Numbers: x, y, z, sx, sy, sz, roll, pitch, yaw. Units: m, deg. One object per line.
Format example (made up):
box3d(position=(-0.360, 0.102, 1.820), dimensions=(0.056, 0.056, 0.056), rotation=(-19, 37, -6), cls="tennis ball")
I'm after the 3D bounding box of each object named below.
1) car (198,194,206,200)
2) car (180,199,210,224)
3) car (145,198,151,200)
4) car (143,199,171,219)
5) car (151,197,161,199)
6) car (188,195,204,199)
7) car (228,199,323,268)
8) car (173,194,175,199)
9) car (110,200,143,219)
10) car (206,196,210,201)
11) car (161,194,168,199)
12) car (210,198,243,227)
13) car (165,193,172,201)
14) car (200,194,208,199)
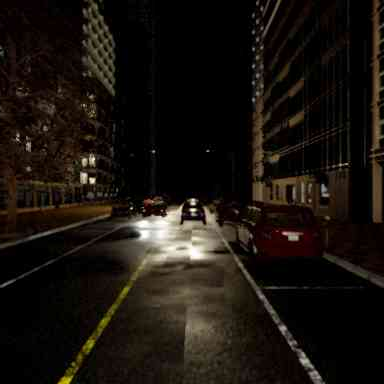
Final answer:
box3d(position=(2.600, 1.287, 85.198), dimensions=(1.967, 1.590, 4.097), rotation=(0, 0, 0), cls="car")
box3d(position=(0.072, 1.516, 24.259), dimensions=(2.033, 1.411, 5.357), rotation=(0, 0, 0), cls="car")
box3d(position=(-5.725, 1.519, 33.974), dimensions=(1.947, 1.339, 4.313), rotation=(0, 0, 0), cls="car")
box3d(position=(-3.132, 1.562, 28.747), dimensions=(1.895, 1.301, 4.718), rotation=(0, 0, 0), cls="car")
box3d(position=(-5.737, 1.514, 45.357), dimensions=(1.802, 1.307, 4.206), rotation=(0, 0, 0), cls="car")
box3d(position=(0.054, 1.485, 42.182), dimensions=(2.033, 1.411, 5.357), rotation=(0, 0, 0), cls="car")
box3d(position=(2.682, 1.301, 11.202), dimensions=(2.192, 1.841, 5.009), rotation=(0, 0, 0), cls="car")
box3d(position=(-5.775, 1.442, 79.512), dimensions=(1.802, 1.307, 4.206), rotation=(0, 0, 0), cls="car")
box3d(position=(-5.718, 1.513, 28.282), dimensions=(2.008, 1.369, 4.403), rotation=(0, 0, 0), cls="car")
box3d(position=(2.656, 1.478, 34.140), dimensions=(1.752, 1.417, 4.829), rotation=(0, 0, 0), cls="car")
box3d(position=(-5.750, 1.460, 56.743), dimensions=(2.008, 1.369, 4.403), rotation=(0, 0, 0), cls="car")
box3d(position=(2.669, 1.286, 22.587), dimensions=(2.192, 1.841, 5.009), rotation=(0, 0, 0), cls="car")
box3d(position=(-5.762, 1.430, 68.127), dimensions=(1.887, 1.381, 4.507), rotation=(0, 0, 0), cls="car")
box3d(position=(2.624, 1.463, 62.432), dimensions=(1.947, 1.339, 4.313), rotation=(0, 0, 0), cls="car")
